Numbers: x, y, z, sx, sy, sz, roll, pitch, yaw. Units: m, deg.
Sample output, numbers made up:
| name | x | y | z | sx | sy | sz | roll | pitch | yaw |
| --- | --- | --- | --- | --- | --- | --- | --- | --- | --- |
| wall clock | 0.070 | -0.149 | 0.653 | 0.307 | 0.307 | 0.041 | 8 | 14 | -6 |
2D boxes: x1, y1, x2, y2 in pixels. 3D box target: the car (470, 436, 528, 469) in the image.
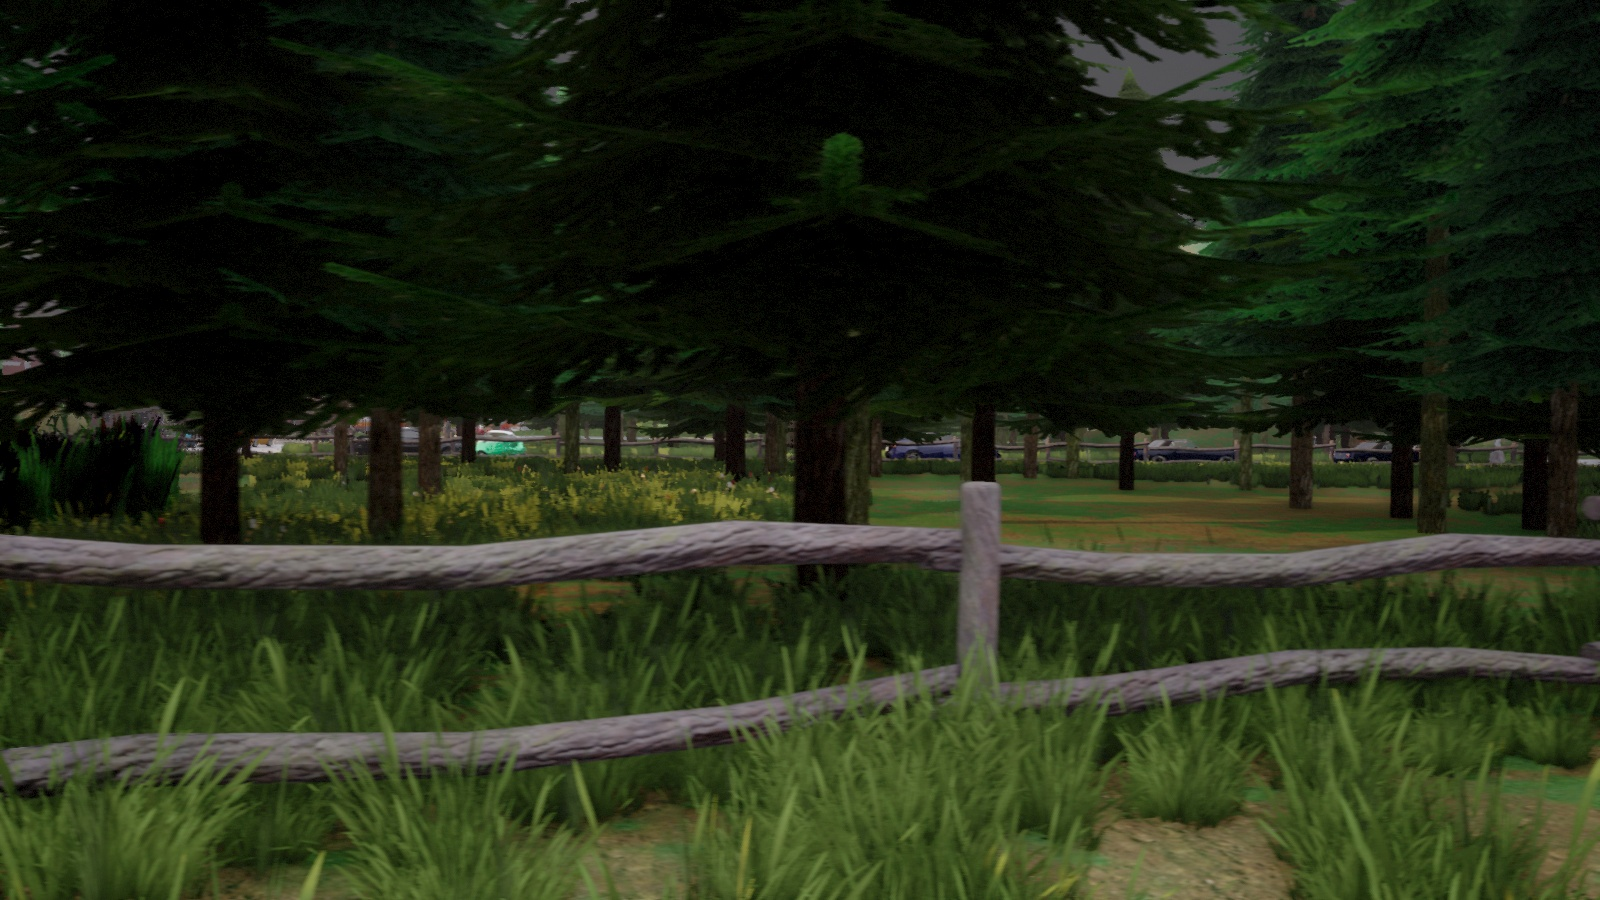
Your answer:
| name | x | y | z | sx | sy | sz | roll | pitch | yaw |
| --- | --- | --- | --- | --- | --- | --- | --- | --- | --- |
| car | -12.904 | 0.106 | 53.970 | 2.207 | 1.376 | 1.481 | 0 | 1 | -4 |

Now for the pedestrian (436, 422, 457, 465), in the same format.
| name | x | y | z | sx | sy | sz | roll | pitch | yaw |
| --- | --- | --- | --- | --- | --- | --- | --- | --- | --- |
| pedestrian | -16.393 | -0.318 | 58.216 | 0.873 | 1.952 | 0.659 | -1 | 1 | -18 |

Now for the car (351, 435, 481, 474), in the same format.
| name | x | y | z | sx | sy | sz | roll | pitch | yaw |
| --- | --- | --- | --- | --- | --- | --- | --- | --- | --- |
| car | -15.309 | 0.161 | 50.286 | 4.674 | 1.442 | 1.812 | -1 | 1 | -4 |

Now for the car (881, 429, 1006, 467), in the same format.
| name | x | y | z | sx | sy | sz | roll | pitch | yaw |
| --- | --- | --- | --- | --- | --- | --- | --- | --- | --- |
| car | 5.918 | -0.119 | 52.120 | 4.792 | 1.488 | 2.163 | -1 | 1 | -5 |

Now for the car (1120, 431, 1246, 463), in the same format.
| name | x | y | z | sx | sy | sz | roll | pitch | yaw |
| --- | --- | --- | --- | --- | --- | --- | --- | --- | --- |
| car | 16.141 | -0.145 | 53.065 | 4.718 | 1.301 | 1.895 | -1 | 1 | -5 |

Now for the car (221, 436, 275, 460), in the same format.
| name | x | y | z | sx | sy | sz | roll | pitch | yaw |
| --- | --- | --- | --- | --- | --- | --- | --- | --- | --- |
| car | -36.923 | -0.150 | 84.086 | 1.882 | 1.535 | 5.008 | -1 | 1 | -6 |

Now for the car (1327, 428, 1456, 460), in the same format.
| name | x | y | z | sx | sy | sz | roll | pitch | yaw |
| --- | --- | --- | --- | --- | --- | --- | --- | --- | --- |
| car | 25.367 | -0.260 | 53.927 | 4.718 | 1.301 | 1.895 | -1 | 1 | -6 |
